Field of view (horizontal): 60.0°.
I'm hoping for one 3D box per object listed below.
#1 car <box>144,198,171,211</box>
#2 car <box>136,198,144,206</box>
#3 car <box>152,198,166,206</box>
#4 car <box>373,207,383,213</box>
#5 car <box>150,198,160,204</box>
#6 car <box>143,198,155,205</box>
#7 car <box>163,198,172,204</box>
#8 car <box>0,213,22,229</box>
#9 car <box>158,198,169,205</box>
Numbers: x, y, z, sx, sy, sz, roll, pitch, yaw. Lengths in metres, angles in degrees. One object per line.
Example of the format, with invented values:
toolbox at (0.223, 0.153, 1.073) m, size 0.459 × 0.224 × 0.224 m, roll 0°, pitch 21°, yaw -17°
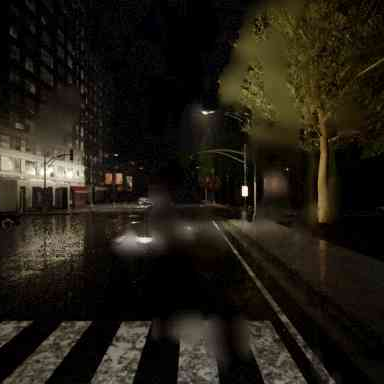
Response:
car at (-4.240, 1.761, 43.988) m, size 2.033 × 1.411 × 5.357 m, roll 0°, pitch 0°, yaw 11°
car at (-9.627, 1.923, 64.617) m, size 2.128 × 1.511 × 4.902 m, roll 0°, pitch -1°, yaw 1°
car at (-6.378, 1.976, 64.351) m, size 2.033 × 1.411 × 5.357 m, roll 0°, pitch -1°, yaw 1°
car at (42.449, 4.000, 74.974) m, size 5.357 × 1.411 × 2.033 m, roll 4°, pitch -3°, yaw -45°
car at (-9.536, 2.268, 85.456) m, size 2.033 × 1.411 × 5.357 m, roll 0°, pitch -1°, yaw 0°
car at (-9.563, 2.111, 74.913) m, size 2.033 × 1.411 × 5.357 m, roll 0°, pitch -1°, yaw 0°
car at (-6.288, 2.311, 84.625) m, size 1.895 × 1.301 × 4.718 m, roll 0°, pitch -1°, yaw 0°
car at (-13.053, 1.485, 20.234) m, size 4.718 × 1.301 × 1.895 m, roll 9°, pitch -4°, yaw -43°
car at (-6.314, 2.040, 74.300) m, size 1.882 × 1.535 × 5.008 m, roll 0°, pitch -1°, yaw 0°
